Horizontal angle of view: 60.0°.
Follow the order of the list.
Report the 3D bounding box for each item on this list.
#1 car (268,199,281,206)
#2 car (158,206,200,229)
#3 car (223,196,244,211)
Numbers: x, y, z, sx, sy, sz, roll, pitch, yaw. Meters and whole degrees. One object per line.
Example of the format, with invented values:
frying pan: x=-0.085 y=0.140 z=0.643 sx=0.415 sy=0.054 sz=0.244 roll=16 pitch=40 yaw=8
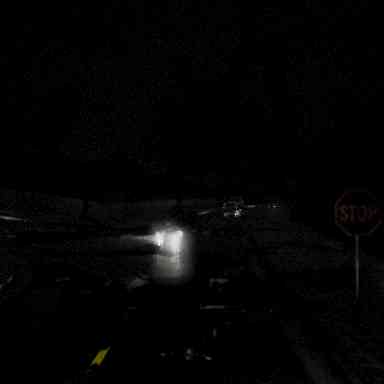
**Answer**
car: x=18.118 y=2.335 z=73.140 sx=1.837 sy=1.490 sz=4.892 roll=-1 pitch=-2 yaw=30
car: x=-0.829 y=1.742 z=23.202 sx=2.128 sy=1.511 sz=4.902 roll=0 pitch=0 yaw=16
car: x=6.162 y=1.716 z=48.576 sx=2.150 sy=2.045 sz=5.566 roll=0 pitch=1 yaw=20
